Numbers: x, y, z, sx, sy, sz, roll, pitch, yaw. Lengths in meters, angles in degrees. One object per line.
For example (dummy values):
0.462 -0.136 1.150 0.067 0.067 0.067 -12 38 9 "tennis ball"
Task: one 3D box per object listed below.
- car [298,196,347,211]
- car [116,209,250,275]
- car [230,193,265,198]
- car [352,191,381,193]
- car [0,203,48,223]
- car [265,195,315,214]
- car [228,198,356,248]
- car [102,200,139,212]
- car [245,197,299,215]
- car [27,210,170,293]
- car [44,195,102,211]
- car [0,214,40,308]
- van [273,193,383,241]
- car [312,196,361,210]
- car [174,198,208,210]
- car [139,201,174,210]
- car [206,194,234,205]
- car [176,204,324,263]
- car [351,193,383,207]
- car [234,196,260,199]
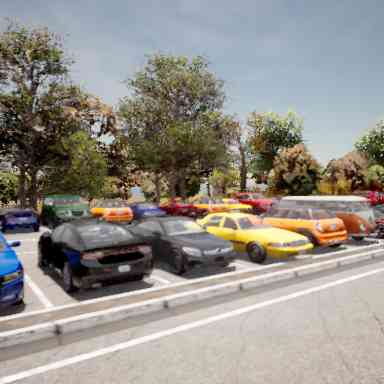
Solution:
14.627 1.283 37.483 2.163 1.488 4.792 -1 0 -35 "car"
-0.600 1.519 10.793 2.002 1.452 4.674 -1 0 -35 "car"
5.519 1.096 31.068 2.435 2.045 5.566 -1 0 -35 "car"
21.319 0.928 42.270 2.435 2.045 5.566 -1 0 -35 "car"
-10.450 1.526 19.885 2.163 1.488 4.792 0 0 -35 "car"
10.038 1.176 34.325 2.185 1.767 4.553 -1 0 -35 "car"
3.968 1.312 13.971 2.185 1.767 4.553 -1 0 -35 "car"
-5.862 1.330 23.045 2.185 1.767 4.553 -1 0 -35 "car"
7.777 1.326 32.701 2.231 1.521 4.892 -1 0 -35 "car"
-2.872 1.498 9.183 2.097 1.535 5.008 0 0 -35 "car"
-8.140 1.226 21.444 2.435 2.045 5.566 0 0 -35 "car"
-5.153 1.518 7.589 2.097 1.535 5.008 0 0 -35 "car"
6.241 1.192 15.467 1.878 1.987 4.442 -1 0 -35 "van"
16.884 1.228 39.117 2.097 1.535 5.008 -1 0 -35 "car"
-1.323 1.414 26.275 2.097 1.535 5.008 -1 0 -35 "car"
-3.604 1.475 24.678 2.002 1.452 4.674 -1 0 -35 "car"
0.967 1.267 27.856 2.185 1.767 4.553 -1 0 -35 "car"
1.782 1.455 12.242 1.946 1.575 5.366 -1 0 -35 "car"
23.733 1.028 43.898 2.185 1.767 4.553 -1 0 -35 "car"
3.224 1.370 29.491 2.097 1.535 5.008 -1 0 -35 "car"
